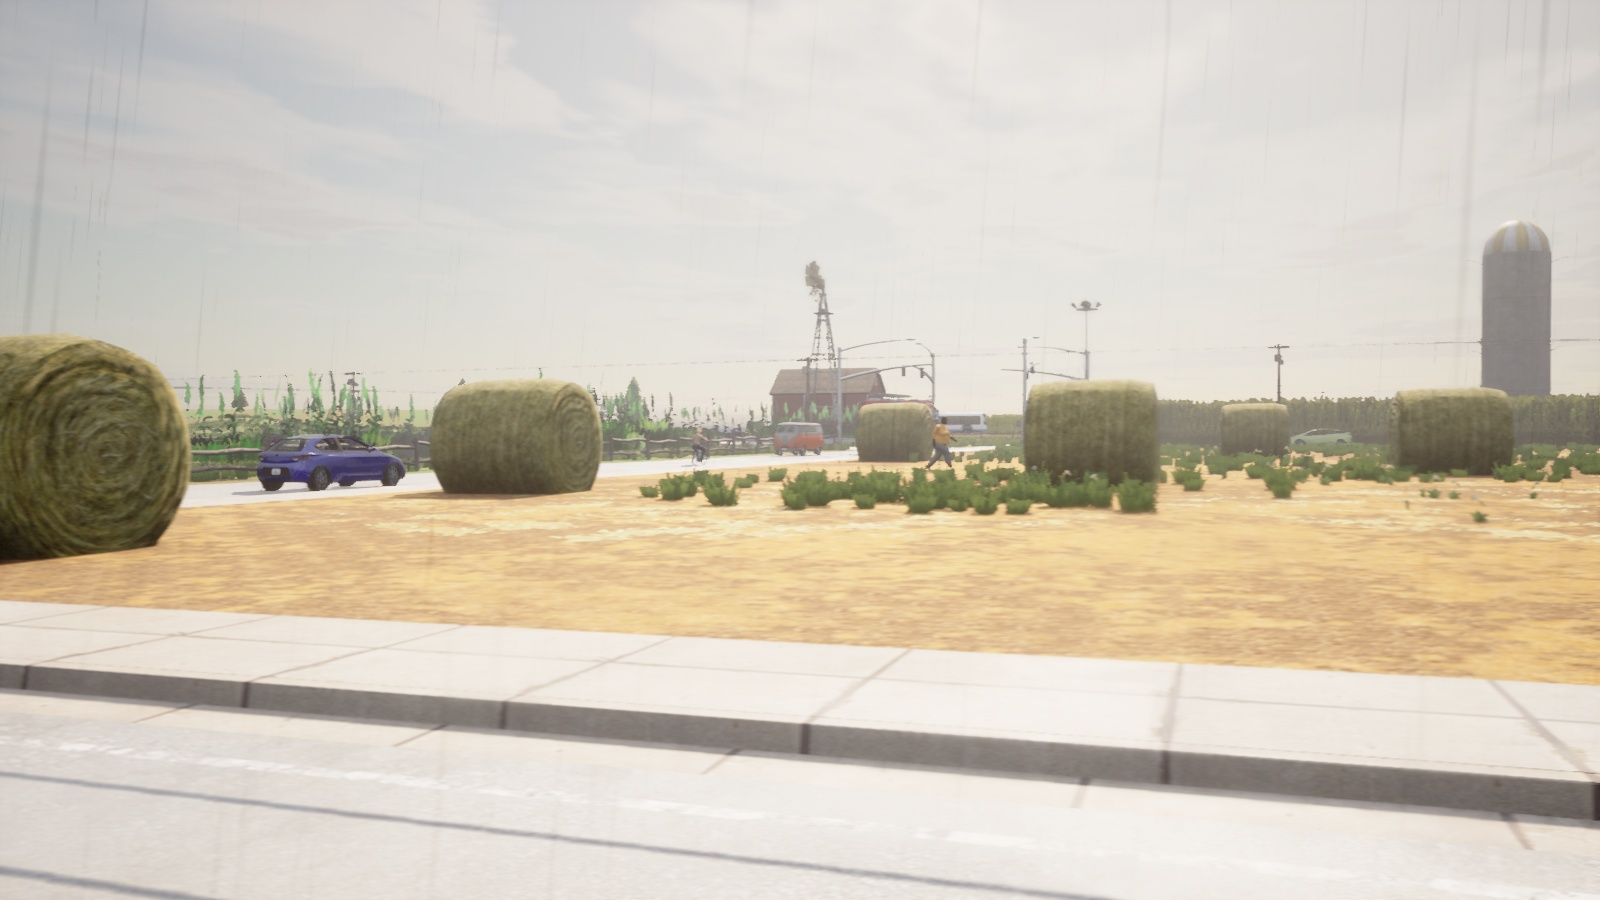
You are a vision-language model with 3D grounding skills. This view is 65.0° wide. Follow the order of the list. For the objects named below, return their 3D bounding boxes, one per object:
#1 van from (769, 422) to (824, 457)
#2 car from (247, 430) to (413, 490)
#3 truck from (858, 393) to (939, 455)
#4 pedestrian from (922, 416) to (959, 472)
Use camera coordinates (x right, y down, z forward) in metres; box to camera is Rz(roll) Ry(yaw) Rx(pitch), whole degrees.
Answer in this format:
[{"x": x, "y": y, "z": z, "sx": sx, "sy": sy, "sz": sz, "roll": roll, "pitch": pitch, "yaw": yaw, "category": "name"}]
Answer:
[{"x": -0.178, "y": -0.652, "z": 74.667, "sx": 1.775, "sy": 1.987, "sz": 4.442, "roll": 1, "pitch": 1, "yaw": 21, "category": "van"}, {"x": -12.488, "y": 0.220, "z": 33.643, "sx": 1.816, "sy": 1.474, "sz": 4.193, "roll": 1, "pitch": 1, "yaw": 21, "category": "car"}, {"x": 6.540, "y": -1.664, "z": 82.175, "sx": 2.891, "sy": 3.827, "sz": 8.468, "roll": 1, "pitch": 1, "yaw": 22, "category": "truck"}, {"x": 4.675, "y": -0.209, "z": 41.747, "sx": 0.900, "sy": 1.855, "sz": 0.874, "roll": 1, "pitch": 1, "yaw": 35, "category": "pedestrian"}]
